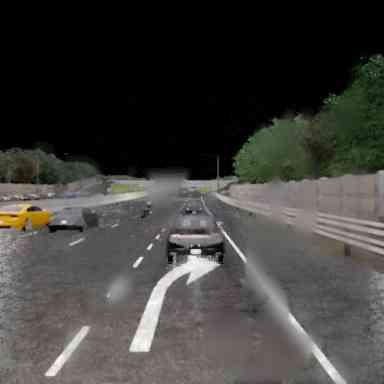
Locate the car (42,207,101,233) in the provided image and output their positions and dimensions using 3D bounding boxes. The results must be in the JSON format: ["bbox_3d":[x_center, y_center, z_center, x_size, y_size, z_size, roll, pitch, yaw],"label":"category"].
[{"bbox_3d":[-6.854,1.581,19.828,1.994,1.385,4.181,0,0,0],"label":"car"}]

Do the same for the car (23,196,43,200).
[{"bbox_3d":[-31.061,1.375,64.965,1.895,1.301,4.718,0,1,1],"label":"car"}]

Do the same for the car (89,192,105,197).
[{"bbox_3d":[-20.438,1.142,73.579,2.033,1.411,5.357,0,1,1],"label":"car"}]

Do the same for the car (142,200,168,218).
[{"bbox_3d":[-3.398,1.533,30.636,1.837,1.490,4.892,0,0,0],"label":"car"}]

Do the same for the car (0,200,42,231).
[{"bbox_3d":[-10.351,1.495,20.535,1.882,1.535,5.008,0,0,0],"label":"car"}]

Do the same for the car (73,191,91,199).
[{"bbox_3d":[-23.931,0.811,74.014,2.150,2.045,5.566,0,1,1],"label":"car"}]

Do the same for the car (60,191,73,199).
[{"bbox_3d":[-27.431,0.811,74.070,2.150,2.045,5.566,0,1,1],"label":"car"}]

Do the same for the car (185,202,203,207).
[{"bbox_3d":[0.221,1.631,33.359,1.895,1.301,4.718,0,0,0],"label":"car"}]

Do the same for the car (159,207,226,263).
[{"bbox_3d":[0.119,1.502,11.995,2.128,1.511,4.902,0,0,0],"label":"car"}]
